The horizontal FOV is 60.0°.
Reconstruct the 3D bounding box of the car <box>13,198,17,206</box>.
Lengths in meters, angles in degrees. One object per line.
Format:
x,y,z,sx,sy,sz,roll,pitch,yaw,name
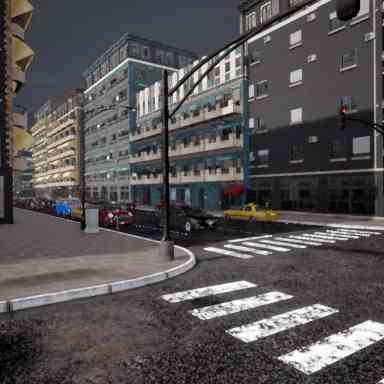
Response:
-31.510,1.782,59.999,1.887,1.381,4.507,-1,1,-35,car

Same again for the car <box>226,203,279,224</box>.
4.130,1.498,24.446,1.752,1.417,4.829,-1,1,-35,car

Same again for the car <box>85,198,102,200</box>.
-8.433,1.601,32.099,1.837,1.490,4.892,-1,0,-35,car

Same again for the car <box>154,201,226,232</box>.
-0.369,1.564,20.782,1.837,1.490,4.892,-1,1,-35,car

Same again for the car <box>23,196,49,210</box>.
-21.873,1.627,46.479,1.967,1.590,4.097,-1,1,-35,car

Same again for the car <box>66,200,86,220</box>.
-8.921,1.652,28.317,1.752,1.417,4.829,-1,1,-35,car

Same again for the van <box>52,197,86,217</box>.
-12.236,1.483,32.960,1.690,1.788,3.998,-1,1,-35,van

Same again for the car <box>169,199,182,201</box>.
-2.198,1.441,33.319,1.967,1.590,4.097,-1,1,-35,car

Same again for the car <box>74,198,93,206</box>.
-18.261,1.643,55.850,1.947,1.339,4.313,-1,1,-35,car

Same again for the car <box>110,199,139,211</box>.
-8.623,1.581,42.332,2.008,1.369,4.403,-1,1,-35,car

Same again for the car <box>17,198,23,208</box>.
-25.084,1.769,50.986,1.947,1.339,4.313,-1,1,-35,car

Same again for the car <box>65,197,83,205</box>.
-21.474,1.645,60.357,2.008,1.369,4.403,-1,1,-35,car

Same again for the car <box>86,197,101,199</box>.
-15.050,1.501,51.343,1.967,1.590,4.097,-1,1,-35,car

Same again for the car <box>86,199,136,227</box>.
-5.809,1.552,23.949,1.967,1.590,4.097,-1,1,-35,car

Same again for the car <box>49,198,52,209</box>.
-19.660,1.640,47.986,2.128,1.511,4.902,-1,0,-35,car

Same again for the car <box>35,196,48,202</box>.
-37.539,1.727,82.888,1.887,1.381,4.507,-1,1,-35,car
